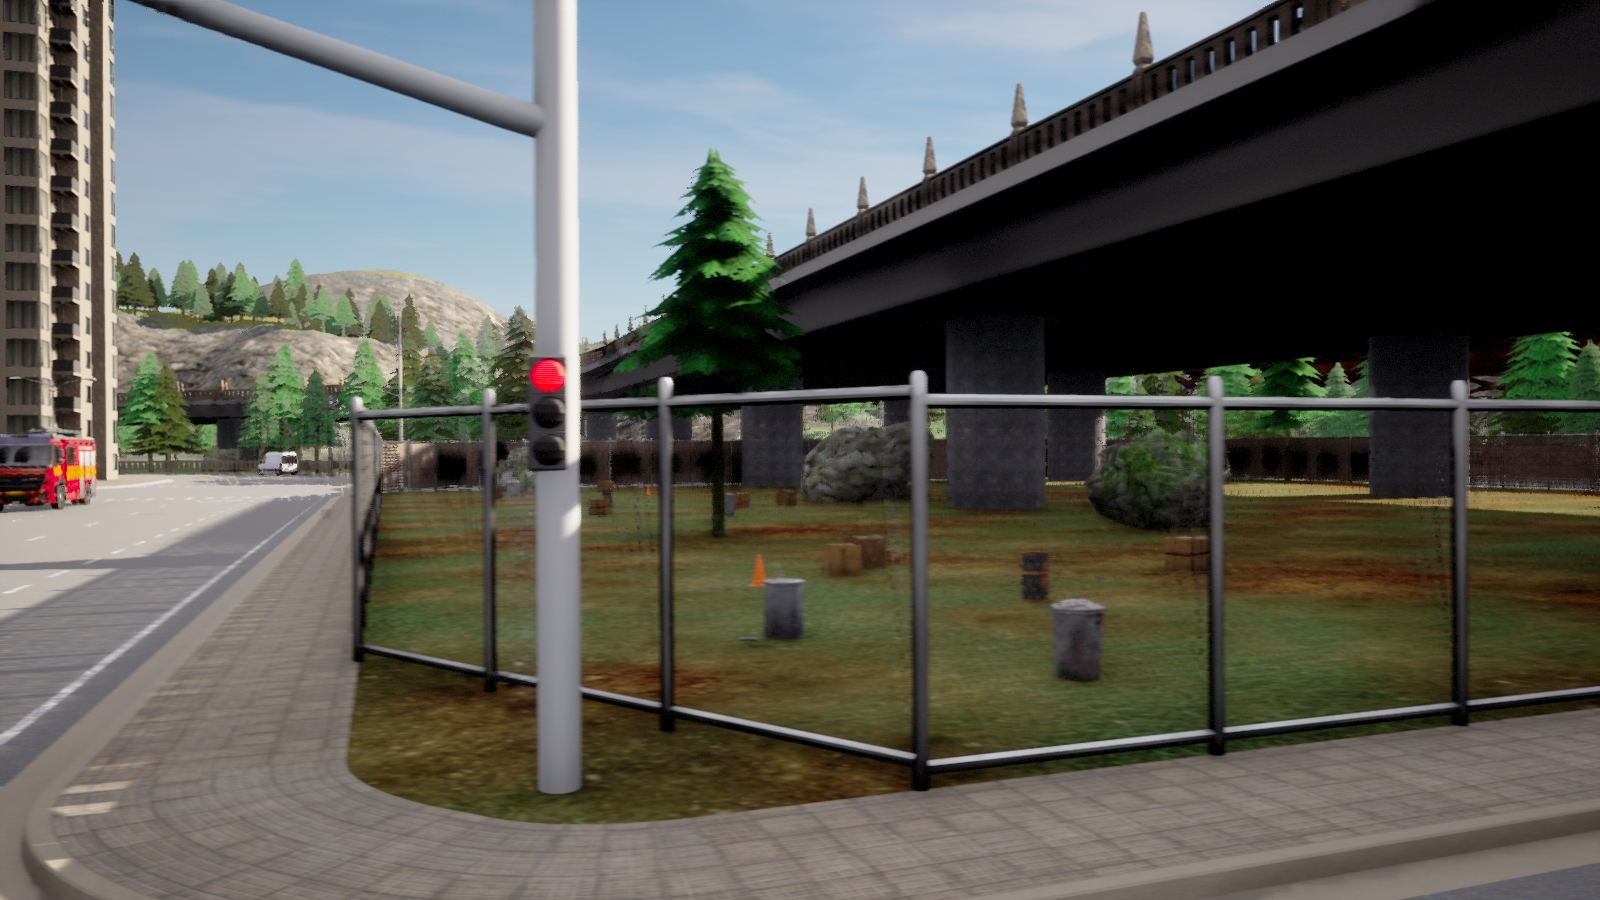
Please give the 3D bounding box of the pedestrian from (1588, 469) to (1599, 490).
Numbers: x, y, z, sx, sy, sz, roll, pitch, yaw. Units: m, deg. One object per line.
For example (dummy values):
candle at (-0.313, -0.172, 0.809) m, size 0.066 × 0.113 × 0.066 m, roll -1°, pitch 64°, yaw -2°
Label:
pedestrian at (42.995, 1.588, 61.697) m, size 0.500 × 1.100 × 0.500 m, roll 0°, pitch 0°, yaw -21°

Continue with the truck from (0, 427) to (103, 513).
truck at (-36.493, 0.896, 55.420) m, size 2.891 × 3.827 × 8.468 m, roll 0°, pitch 0°, yaw -20°
